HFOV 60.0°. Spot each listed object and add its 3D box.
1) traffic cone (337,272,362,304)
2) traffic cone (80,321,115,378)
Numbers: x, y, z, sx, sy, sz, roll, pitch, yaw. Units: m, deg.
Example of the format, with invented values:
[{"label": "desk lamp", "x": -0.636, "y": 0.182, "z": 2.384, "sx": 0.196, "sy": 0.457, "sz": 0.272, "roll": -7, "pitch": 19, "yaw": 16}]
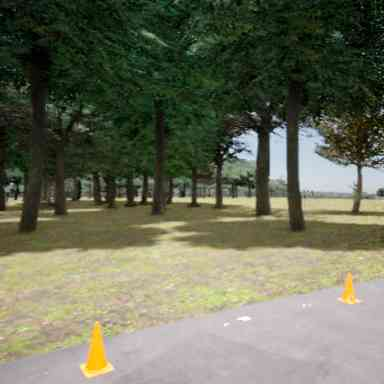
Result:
[{"label": "traffic cone", "x": 3.257, "y": 1.958, "z": 6.884, "sx": 0.340, "sy": 0.580, "sz": 0.340, "roll": 0, "pitch": 0, "yaw": -29}, {"label": "traffic cone", "x": -1.192, "y": 1.928, "z": 4.185, "sx": 0.340, "sy": 0.580, "sz": 0.340, "roll": 0, "pitch": 0, "yaw": -34}]
